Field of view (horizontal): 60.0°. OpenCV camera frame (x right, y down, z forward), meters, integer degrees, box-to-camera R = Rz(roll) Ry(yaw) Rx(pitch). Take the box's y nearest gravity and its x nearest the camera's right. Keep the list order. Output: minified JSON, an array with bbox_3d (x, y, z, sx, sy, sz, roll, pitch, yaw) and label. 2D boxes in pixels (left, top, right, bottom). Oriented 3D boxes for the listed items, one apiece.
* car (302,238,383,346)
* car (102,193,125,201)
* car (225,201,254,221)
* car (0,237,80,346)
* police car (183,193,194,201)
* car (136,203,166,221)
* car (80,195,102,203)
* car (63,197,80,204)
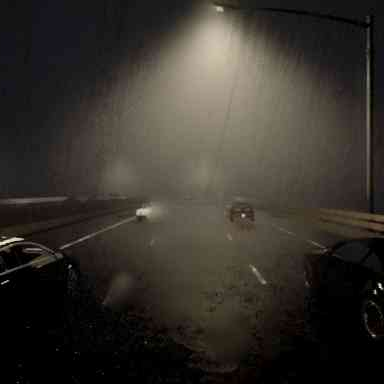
[{"bbox_3d":[3.625,1.554,6.338,1.994,1.385,4.181,0,0,0],"label":"car"},{"bbox_3d":[-13.078,1.203,57.027,2.150,2.045,5.566,0,0,2],"label":"car"},{"bbox_3d":[3.835,1.481,26.975,1.837,1.490,4.892,0,0,1],"label":"car"},{"bbox_3d":[-3.379,1.482,5.419,2.128,1.511,4.902,0,0,0],"label":"car"},{"bbox_3d":[-1.221,1.552,87.705,2.038,1.542,4.974,0,0,3],"label":"police car"},{"bbox_3d":[-3.169,1.575,26.893,1.895,1.301,4.718,0,0,1],"label":"car"},{"bbox_3d":[-16.598,1.331,56.322,2.097,1.767,4.553,0,0,2],"label":"car"},{"bbox_3d":[-20.098,1.502,56.197,1.812,1.442,4.674,0,0,2],"label":"car"}]
